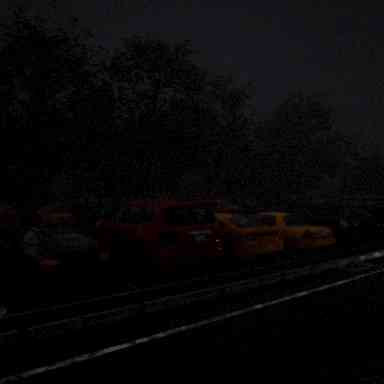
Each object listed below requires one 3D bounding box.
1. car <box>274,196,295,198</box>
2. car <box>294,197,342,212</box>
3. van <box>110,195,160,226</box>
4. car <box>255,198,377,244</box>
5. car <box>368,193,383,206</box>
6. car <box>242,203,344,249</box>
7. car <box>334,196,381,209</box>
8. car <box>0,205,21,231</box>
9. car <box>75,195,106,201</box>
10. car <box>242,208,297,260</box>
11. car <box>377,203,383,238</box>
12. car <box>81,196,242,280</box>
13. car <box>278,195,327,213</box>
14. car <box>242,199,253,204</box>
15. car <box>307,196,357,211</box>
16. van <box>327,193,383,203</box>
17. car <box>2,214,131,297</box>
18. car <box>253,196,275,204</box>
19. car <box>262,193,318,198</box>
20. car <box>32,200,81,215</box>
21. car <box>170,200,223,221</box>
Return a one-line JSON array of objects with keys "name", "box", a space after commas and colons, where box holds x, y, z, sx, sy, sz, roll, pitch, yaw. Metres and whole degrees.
[{"name": "car", "box": [7.075, 1.423, 32.356, 2.163, 1.488, 4.792, 0, 0, -35]}, {"name": "car", "box": [13.929, 1.379, 37.137, 2.002, 1.452, 4.674, 0, 0, -35]}, {"name": "van", "box": [-4.237, 1.250, 24.237, 1.878, 1.987, 4.442, 0, 0, -35]}, {"name": "car", "box": [5.435, 1.338, 15.150, 2.185, 1.767, 4.553, 0, 0, -35]}, {"name": "car", "box": [27.588, 1.091, 46.762, 2.185, 1.767, 4.553, -1, 0, -35]}, {"name": "car", "box": [3.136, 1.475, 13.801, 1.946, 1.575, 5.366, 0, 0, -35]}, {"name": "car", "box": [20.765, 1.280, 41.939, 2.097, 1.535, 5.008, -1, 0, -35]}, {"name": "car", "box": [-11.239, 1.524, 19.457, 2.097, 1.535, 5.008, 0, 0, -35]}, {"name": "car", "box": [-6.568, 1.241, 22.709, 2.435, 2.045, 5.566, 0, 0, -35]}, {"name": "car", "box": [0.968, 1.494, 12.045, 2.097, 1.535, 5.008, 0, 0, -35]}, {"name": "car", "box": [7.794, 1.448, 16.853, 2.231, 1.521, 4.892, 0, 0, -35]}, {"name": "car", "box": [-1.331, 1.259, 10.473, 2.435, 2.045, 5.566, 0, 0, -35]}, {"name": "car", "box": [11.669, 1.232, 35.509, 2.185, 1.767, 4.553, 0, 0, -35]}, {"name": "car", "box": [2.531, 1.427, 29.138, 2.097, 1.535, 5.008, 0, 0, -35]}, {"name": "car", "box": [16.213, 1.320, 38.731, 2.097, 1.535, 5.008, 0, 0, -35]}, {"name": "van", "box": [10.008, 1.204, 18.542, 1.878, 1.987, 4.442, 0, 0, -35]}, {"name": "car", "box": [-3.589, 1.566, 8.849, 2.002, 1.452, 4.674, 0, 0, -35]}, {"name": "car", "box": [4.810, 1.411, 30.739, 2.231, 1.521, 4.892, 0, 0, -35]}, {"name": "car", "box": [9.388, 1.125, 33.911, 2.435, 2.045, 5.566, 0, 0, -35]}, {"name": "car", "box": [-8.968, 1.505, 21.284, 1.946, 1.575, 5.366, 0, 0, -35]}, {"name": "car", "box": [0.254, 1.484, 27.535, 2.002, 1.452, 4.674, 0, 0, -35]}]
